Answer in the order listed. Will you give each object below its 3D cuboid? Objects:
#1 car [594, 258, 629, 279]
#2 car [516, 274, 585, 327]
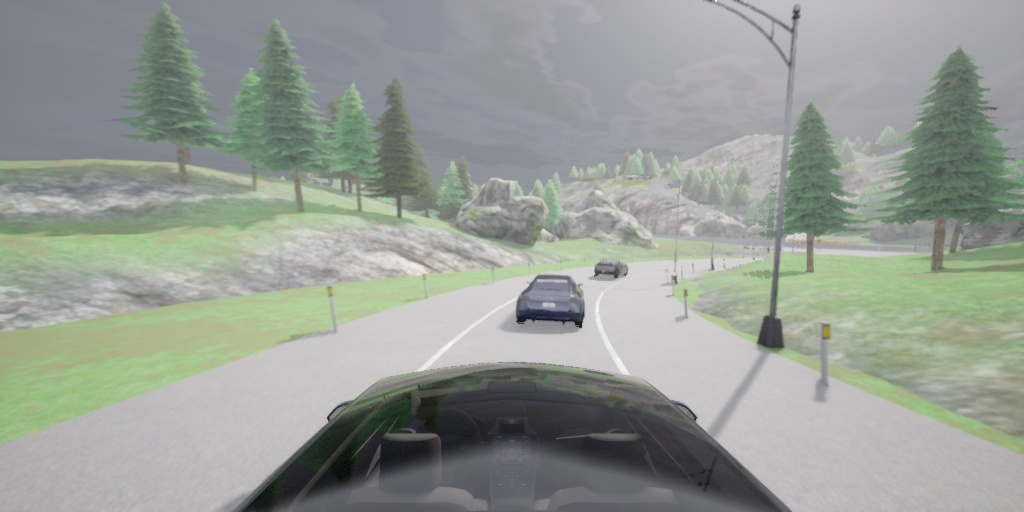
[{"bbox_3d":[8.252,0.963,29.522,2.128,1.511,4.902,4,3,31],"label":"car"},{"bbox_3d":[1.356,1.288,11.734,1.994,1.385,4.181,1,1,10],"label":"car"}]
